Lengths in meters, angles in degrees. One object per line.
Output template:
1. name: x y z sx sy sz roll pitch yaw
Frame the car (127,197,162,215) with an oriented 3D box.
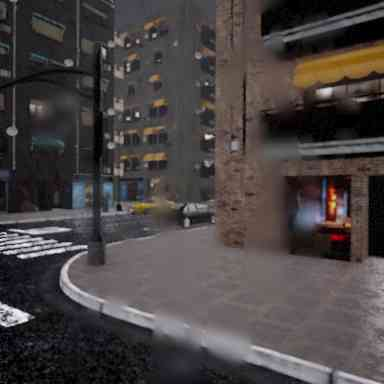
1. car: -3.335 1.084 27.940 1.752 1.417 4.829 1 2 36

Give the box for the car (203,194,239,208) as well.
1. car: 3.339 0.944 37.109 1.752 1.417 4.829 1 2 36

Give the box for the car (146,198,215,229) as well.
1. car: -0.184 1.234 18.881 2.008 1.369 4.403 1 2 36
